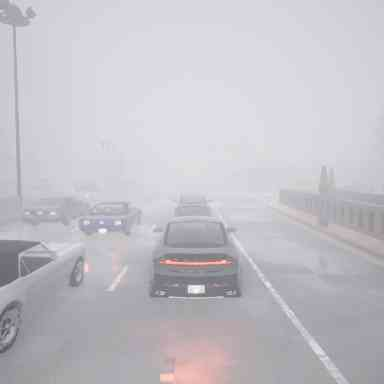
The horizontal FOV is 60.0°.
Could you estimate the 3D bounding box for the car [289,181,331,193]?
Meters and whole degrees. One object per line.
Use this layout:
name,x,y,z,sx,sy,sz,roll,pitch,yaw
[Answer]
car,15.023,-0.644,42.390,4.674,1.442,1.812,0,3,2

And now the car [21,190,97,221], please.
car,-6.967,0.868,17.683,2.033,1.411,5.357,0,3,0

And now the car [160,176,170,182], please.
car,-7.397,-3.431,88.386,1.812,1.442,4.674,0,3,0

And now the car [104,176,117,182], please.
car,-21.392,-3.371,87.264,2.128,1.511,4.902,0,3,0

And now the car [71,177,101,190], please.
car,-14.294,-0.850,45.027,1.882,1.535,5.008,0,3,0

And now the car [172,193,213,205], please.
car,0.036,0.838,17.521,1.837,1.490,4.892,0,3,-1

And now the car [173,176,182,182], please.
car,-3.897,-3.432,88.402,1.812,1.442,4.674,0,3,0

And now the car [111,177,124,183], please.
car,-17.858,-2.923,80.068,2.128,1.511,4.902,0,3,0

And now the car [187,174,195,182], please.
car,-0.403,-3.506,89.684,2.128,1.511,4.902,0,3,0

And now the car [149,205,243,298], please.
car,0.071,1.338,8.141,1.837,1.490,4.892,0,2,0

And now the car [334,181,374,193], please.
car,18.466,-0.474,38.780,5.008,1.535,1.882,0,3,2

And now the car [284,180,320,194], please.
car,12.127,-0.396,35.418,4.553,1.767,2.097,0,3,3

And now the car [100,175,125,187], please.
car,-14.330,-2.024,60.116,2.150,2.045,5.566,0,4,0

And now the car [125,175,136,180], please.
car,-14.337,-2.694,75.495,1.882,1.535,5.008,0,3,0

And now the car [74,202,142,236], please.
car,-3.456,1.078,15.051,1.895,1.301,4.718,0,3,0

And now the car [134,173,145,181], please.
car,-14.411,-4.145,91.303,2.150,2.045,5.566,0,3,0

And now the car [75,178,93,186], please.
car,-21.295,-1.975,65.663,1.895,1.301,4.718,0,3,0

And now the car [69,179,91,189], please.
car,-17.821,-1.253,53.096,1.994,1.385,4.181,0,4,0

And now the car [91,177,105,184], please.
car,-21.338,-2.666,75.816,1.812,1.442,4.674,0,3,0

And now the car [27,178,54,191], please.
car,-21.298,-1.081,46.747,2.097,1.767,4.553,0,4,0

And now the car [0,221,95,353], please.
car,-3.421,1.506,5.925,1.895,1.301,4.718,0,2,0
